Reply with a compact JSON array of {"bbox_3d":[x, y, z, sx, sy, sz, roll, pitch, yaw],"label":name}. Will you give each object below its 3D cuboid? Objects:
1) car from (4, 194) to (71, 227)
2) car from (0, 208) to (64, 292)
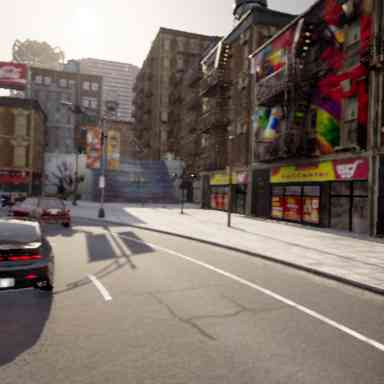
[{"bbox_3d":[-8.902,1.058,19.316,4.553,1.767,2.097,2,0,44],"label":"car"},{"bbox_3d":[-4.522,1.354,8.144,1.837,1.490,4.892,3,0,-28],"label":"car"}]
